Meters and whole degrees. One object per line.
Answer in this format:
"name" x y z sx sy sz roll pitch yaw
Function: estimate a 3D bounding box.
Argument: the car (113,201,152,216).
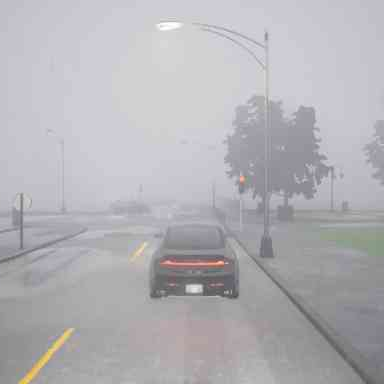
"car" -5.789 1.564 32.720 1.994 1.385 4.181 0 0 30

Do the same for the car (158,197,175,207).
"car" -4.091 1.504 50.889 1.837 1.490 4.892 0 0 0

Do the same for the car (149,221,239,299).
"car" 0.061 1.505 8.454 1.837 1.490 4.892 0 0 0
